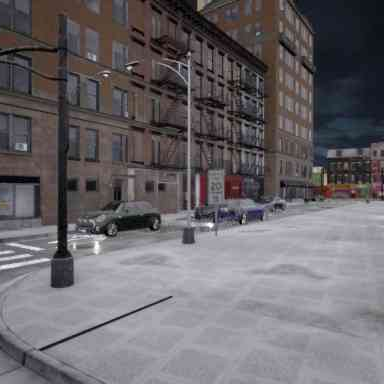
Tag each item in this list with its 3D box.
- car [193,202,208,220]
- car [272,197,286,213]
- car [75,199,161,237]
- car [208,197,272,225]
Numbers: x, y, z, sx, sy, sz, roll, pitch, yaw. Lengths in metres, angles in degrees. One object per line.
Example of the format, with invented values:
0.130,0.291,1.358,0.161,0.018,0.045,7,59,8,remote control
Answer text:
2.008,1.300,25.260,1.837,1.490,4.892,0,1,36,car
7.944,1.217,33.503,2.128,1.511,4.902,0,1,36,car
-3.727,1.218,17.331,2.097,1.767,4.553,0,1,37,car
3.368,1.167,22.526,2.097,1.767,4.553,0,1,36,car
